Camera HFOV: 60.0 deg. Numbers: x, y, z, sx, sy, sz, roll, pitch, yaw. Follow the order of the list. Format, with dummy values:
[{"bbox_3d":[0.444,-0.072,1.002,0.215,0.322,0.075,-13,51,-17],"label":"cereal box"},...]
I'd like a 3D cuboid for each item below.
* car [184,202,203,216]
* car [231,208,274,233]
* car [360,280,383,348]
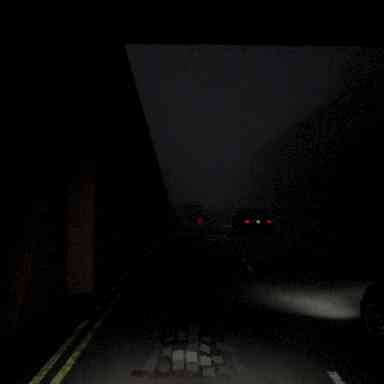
[{"bbox_3d":[0.122,1.789,35.805,1.812,1.442,4.674,0,-1,0],"label":"car"},{"bbox_3d":[3.612,1.700,20.622,2.033,1.411,5.357,0,0,0],"label":"car"},{"bbox_3d":[3.602,1.552,3.401,1.812,1.442,4.674,0,0,0],"label":"car"}]
